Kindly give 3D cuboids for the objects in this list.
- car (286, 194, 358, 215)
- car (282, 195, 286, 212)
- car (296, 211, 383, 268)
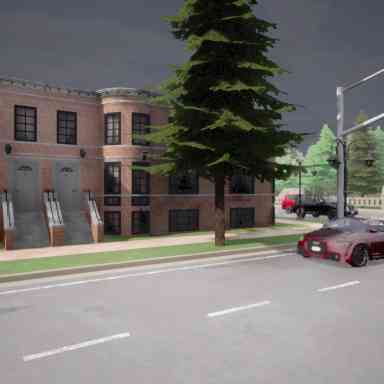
[{"bbox_3d":[10.933,1.221,27.782,2.150,2.045,5.566,0,0,-28],"label":"car"},{"bbox_3d":[11.598,1.221,33.556,2.150,2.045,5.566,0,0,-30],"label":"car"},{"bbox_3d":[5.546,1.564,11.267,4.181,1.385,1.994,0,0,-30],"label":"car"}]
